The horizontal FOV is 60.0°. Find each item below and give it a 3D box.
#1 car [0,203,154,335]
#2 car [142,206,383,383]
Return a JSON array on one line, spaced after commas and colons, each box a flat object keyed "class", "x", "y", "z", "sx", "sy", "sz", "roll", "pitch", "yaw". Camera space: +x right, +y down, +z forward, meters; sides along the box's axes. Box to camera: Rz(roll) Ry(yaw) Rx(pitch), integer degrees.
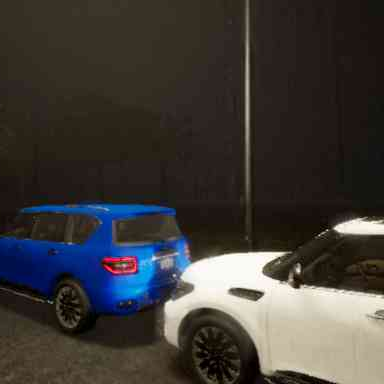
[{"class": "car", "x": -2.601, "y": 1.256, "z": 7.025, "sx": 5.566, "sy": 2.045, "sz": 2.150, "roll": 0, "pitch": 0, "yaw": 36}, {"class": "car", "x": 2.281, "y": 1.245, "z": 3.518, "sx": 5.566, "sy": 2.045, "sz": 2.150, "roll": 0, "pitch": 0, "yaw": 36}]
